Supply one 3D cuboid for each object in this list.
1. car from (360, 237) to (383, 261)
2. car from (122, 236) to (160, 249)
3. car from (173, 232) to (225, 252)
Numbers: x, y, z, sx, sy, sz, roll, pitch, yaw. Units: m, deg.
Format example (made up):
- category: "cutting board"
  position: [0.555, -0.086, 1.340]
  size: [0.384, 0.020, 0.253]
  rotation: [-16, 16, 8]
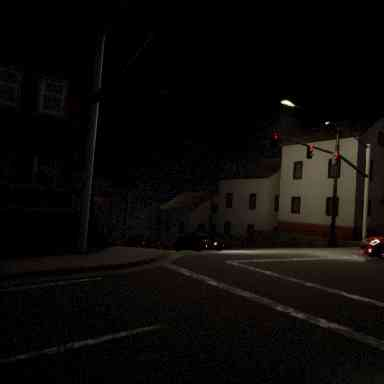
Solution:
- category: "car"
  position: [11.255, 2.729, 17.140]
  size: [4.553, 1.767, 2.097]
  rotation: [4, -4, 14]
- category: "car"
  position: [-4.814, 4.812, 30.840]
  size: [1.882, 1.535, 5.008]
  rotation: [6, -15, -35]
- category: "car"
  position: [0.405, 3.529, 23.630]
  size: [1.994, 1.385, 4.181]
  rotation: [6, -12, -35]
